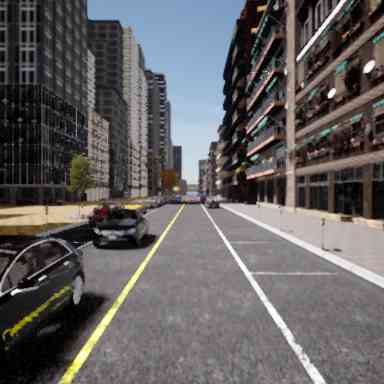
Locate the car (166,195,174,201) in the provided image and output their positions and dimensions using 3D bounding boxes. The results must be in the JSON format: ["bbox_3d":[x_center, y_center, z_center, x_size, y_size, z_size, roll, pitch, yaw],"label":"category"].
[{"bbox_3d":[-5.489,1.502,83.619,1.802,1.307,4.206,0,0,0],"label":"car"}]

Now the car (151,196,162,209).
[{"bbox_3d":[-5.584,1.489,44.891,2.008,1.369,4.403,0,0,0],"label":"car"}]

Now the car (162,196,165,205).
[{"bbox_3d":[-5.570,1.374,50.424,1.967,1.590,4.097,0,0,0],"label":"car"}]

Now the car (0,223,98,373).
[{"bbox_3d":[-3.090,1.493,4.999,1.837,1.490,4.892,0,0,0],"label":"car"}]

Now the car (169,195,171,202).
[{"bbox_3d":[-5.543,1.471,61.488,1.887,1.381,4.507,0,0,0],"label":"car"}]

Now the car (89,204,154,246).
[{"bbox_3d":[-3.061,1.499,15.165,1.812,1.442,4.674,0,0,0],"label":"car"}]

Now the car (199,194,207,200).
[{"bbox_3d":[2.905,1.369,89.131,1.967,1.590,4.097,0,0,0],"label":"car"}]

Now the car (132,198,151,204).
[{"bbox_3d":[-5.611,1.474,33.656,1.752,1.417,4.829,0,0,0],"label":"car"}]

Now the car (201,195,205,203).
[{"bbox_3d":[2.810,1.494,50.403,2.008,1.369,4.403,0,0,0],"label":"car"}]

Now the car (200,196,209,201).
[{"bbox_3d":[2.878,1.512,78.066,1.802,1.307,4.206,0,0,0],"label":"car"}]

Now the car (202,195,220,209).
[{"bbox_3d":[2.797,1.498,44.870,2.008,1.369,4.403,0,0,0],"label":"car"}]

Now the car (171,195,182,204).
[{"bbox_3d":[-2.874,1.476,61.843,2.033,1.411,5.357,0,0,1],"label":"car"}]

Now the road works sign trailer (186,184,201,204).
[{"bbox_3d":[0.147,0.397,60.675,2.380,3.560,2.880,0,0,0],"label":"road works sign trailer"}]

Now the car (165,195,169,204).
[{"bbox_3d":[-5.557,1.480,55.955,2.008,1.369,4.403,0,0,0],"label":"car"}]

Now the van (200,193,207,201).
[{"bbox_3d":[2.892,1.271,83.598,1.690,1.788,3.998,0,0,0],"label":"van"}]

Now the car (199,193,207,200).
[{"bbox_3d":[2.851,1.373,67.000,1.967,1.590,4.097,0,0,0],"label":"car"}]

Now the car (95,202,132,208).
[{"bbox_3d":[-5.639,1.401,22.760,1.967,1.590,4.097,0,0,0],"label":"car"}]

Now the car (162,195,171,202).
[{"bbox_3d":[-5.516,1.447,72.383,1.752,1.417,4.829,0,0,0],"label":"car"}]
